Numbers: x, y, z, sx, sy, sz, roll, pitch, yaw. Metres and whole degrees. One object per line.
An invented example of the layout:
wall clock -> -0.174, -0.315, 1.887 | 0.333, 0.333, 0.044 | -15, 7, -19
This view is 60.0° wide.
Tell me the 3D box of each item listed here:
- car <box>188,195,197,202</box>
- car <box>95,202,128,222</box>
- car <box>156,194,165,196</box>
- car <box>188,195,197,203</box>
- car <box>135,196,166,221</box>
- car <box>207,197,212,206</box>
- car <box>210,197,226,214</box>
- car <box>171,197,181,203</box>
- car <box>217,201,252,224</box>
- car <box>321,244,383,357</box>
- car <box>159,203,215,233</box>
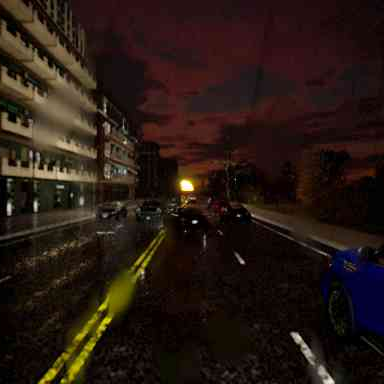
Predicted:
car -> 0.038, 1.603, 82.369 | 2.097, 1.767, 4.553 | 0, 0, 0
car -> -6.584, 1.568, 27.585 | 2.128, 1.511, 4.902 | 0, 0, 0
car -> -6.471, 1.490, 68.023 | 2.150, 2.045, 5.566 | 0, 0, 0
car -> 0.034, 1.809, 72.107 | 1.895, 1.301, 4.718 | 0, 0, 0
car -> -3.334, 1.428, 27.523 | 2.097, 1.767, 4.553 | 0, 0, 0
car -> 3.272, 1.487, 47.230 | 2.097, 1.767, 4.553 | 0, 0, 0
car -> 3.267, 1.627, 36.259 | 1.812, 1.442, 4.674 | 0, 0, 0
car -> -3.221, 1.799, 68.294 | 2.033, 1.411, 5.357 | 0, 0, 0
car -> 3.262, 1.633, 25.258 | 1.994, 1.385, 4.181 | 0, 0, 0
car -> 3.252, 1.230, 3.288 | 2.150, 2.045, 5.566 | 0, 0, 0
car -> -0.424, 1.619, 20.057 | 1.994, 1.385, 4.181 | 0, 0, -17
